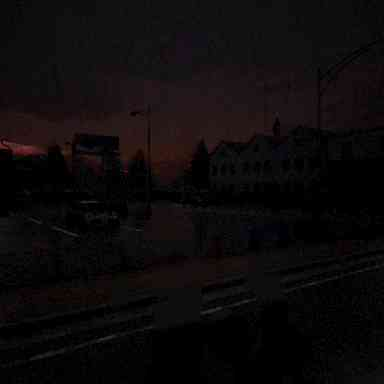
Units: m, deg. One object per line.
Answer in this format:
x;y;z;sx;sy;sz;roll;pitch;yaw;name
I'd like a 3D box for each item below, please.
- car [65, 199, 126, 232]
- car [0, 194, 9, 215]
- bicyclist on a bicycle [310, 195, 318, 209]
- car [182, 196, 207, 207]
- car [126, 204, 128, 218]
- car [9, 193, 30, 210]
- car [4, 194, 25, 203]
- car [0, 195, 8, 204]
-5.386;1.248;17.842;1.970;1.475;3.806;0;0;-36;car
-17.993;1.113;29.794;1.932;1.855;4.605;0;0;-36;car
13.588;1.124;36.788;1.656;1.620;0.582;0;0;-35;bicyclist on a bicycle
0.370;1.349;48.808;1.812;1.442;4.674;0;0;-36;car
-6.518;1.313;25.704;2.007;1.523;4.514;0;0;-36;car
-19.907;1.092;38.103;1.905;1.878;3.866;0;0;-36;car
-39.054;1.328;73.179;3.866;1.878;1.905;0;0;-36;car
-39.279;1.495;66.051;4.611;1.667;2.242;0;0;-36;car
